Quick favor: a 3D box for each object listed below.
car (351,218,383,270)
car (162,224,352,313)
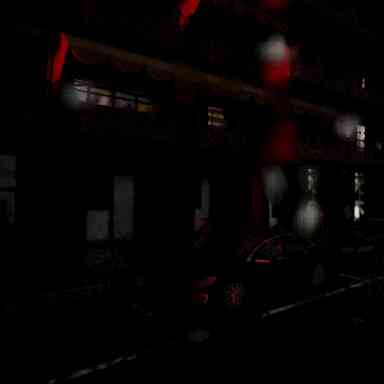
[{"bbox_3d":[5.926,1.532,10.779,4.206,1.307,1.802,0,1,-36],"label":"car"},{"bbox_3d":[1.414,1.526,7.555,4.403,1.369,2.008,0,1,-36],"label":"car"}]
